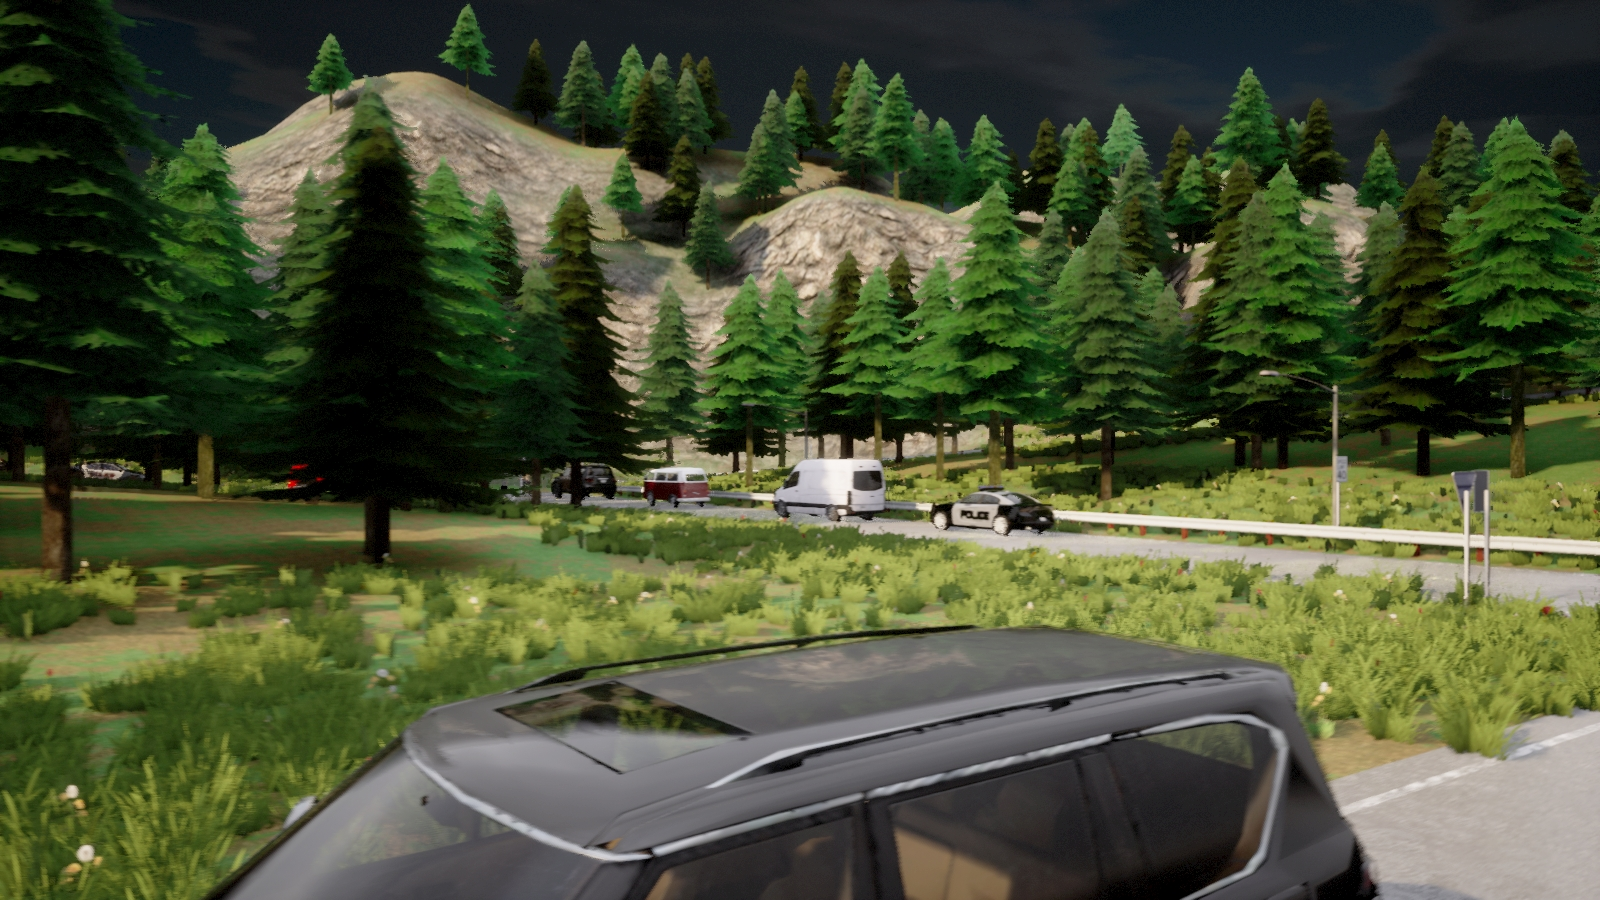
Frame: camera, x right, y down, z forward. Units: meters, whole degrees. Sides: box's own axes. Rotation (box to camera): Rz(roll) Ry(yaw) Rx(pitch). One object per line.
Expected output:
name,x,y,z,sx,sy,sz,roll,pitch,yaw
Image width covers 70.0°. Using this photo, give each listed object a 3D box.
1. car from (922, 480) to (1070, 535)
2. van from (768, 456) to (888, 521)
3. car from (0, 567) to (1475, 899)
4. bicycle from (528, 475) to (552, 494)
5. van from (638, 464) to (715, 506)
car,6.843,1.983,40.550,2.097,1.638,5.238,0,0,-35
van,1.100,1.535,48.531,1.988,2.561,5.915,0,0,-35
car,-0.362,1.640,3.557,5.566,2.045,2.150,0,0,-35
bicycle,-16.655,2.208,73.248,0.859,1.176,1.487,-2,1,-42
van,-6.454,1.782,59.301,2.069,2.038,4.480,0,0,-35
